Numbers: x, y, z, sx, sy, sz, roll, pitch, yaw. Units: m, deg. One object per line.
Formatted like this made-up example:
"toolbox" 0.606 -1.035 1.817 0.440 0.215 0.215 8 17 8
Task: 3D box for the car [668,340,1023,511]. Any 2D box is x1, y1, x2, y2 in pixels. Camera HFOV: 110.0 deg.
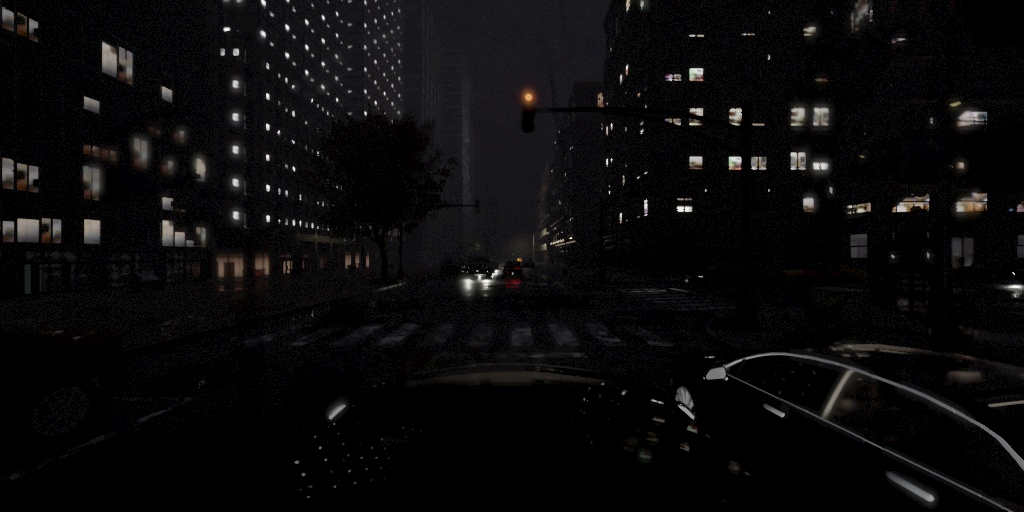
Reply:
"car" 2.689 1.300 2.571 2.007 1.370 4.403 0 0 0

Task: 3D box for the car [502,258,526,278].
"car" 0.085 1.271 34.943 1.837 1.490 4.892 0 0 0

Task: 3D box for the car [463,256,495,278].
"car" -3.083 0.986 34.588 2.150 2.045 5.566 0 0 0

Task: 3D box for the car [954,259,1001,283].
"car" 30.147 0.859 22.141 4.507 1.381 1.888 0 0 -1

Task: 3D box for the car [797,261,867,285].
"car" 18.842 0.993 22.033 4.829 1.417 1.751 0 0 -1

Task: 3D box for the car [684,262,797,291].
"car" 12.009 1.057 19.497 4.902 1.511 2.128 -1 0 2

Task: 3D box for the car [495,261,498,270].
"car" -3.078 1.298 44.469 1.812 1.442 4.674 0 0 0

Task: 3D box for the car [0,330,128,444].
"car" -5.691 1.295 2.575 1.888 1.381 4.507 0 0 0

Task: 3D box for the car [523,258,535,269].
"car" 2.719 1.350 57.049 1.948 1.339 4.313 0 0 0

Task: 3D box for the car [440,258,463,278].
"car" -5.674 1.079 34.963 2.192 1.841 5.009 0 0 0

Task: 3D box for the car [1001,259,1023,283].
"car" 30.828 0.853 19.557 5.357 1.411 2.033 -1 0 -1
